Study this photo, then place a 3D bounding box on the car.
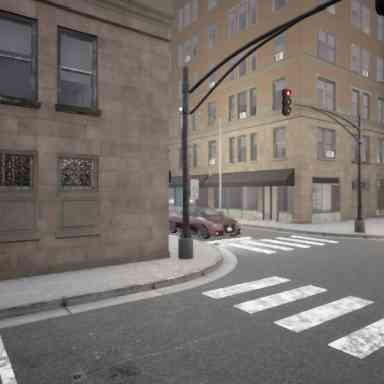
[{"bbox_3d":[0.506,1.488,16.637,1.994,1.385,4.181,0,1,-37],"label":"car"}]
